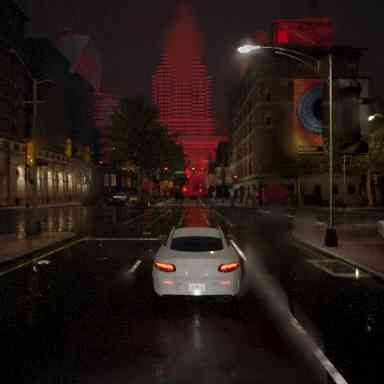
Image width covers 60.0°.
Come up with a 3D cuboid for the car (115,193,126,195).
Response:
[{"bbox_3d":[-14.716,1.220,68.052,2.150,2.045,5.566,0,0,0],"label":"car"}]

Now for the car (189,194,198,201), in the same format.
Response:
[{"bbox_3d":[0.362,1.492,86.484,1.837,1.490,4.892,0,0,0],"label":"car"}]

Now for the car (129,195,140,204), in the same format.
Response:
[{"bbox_3d":[-11.243,1.477,66.281,1.882,1.535,5.008,0,0,1],"label":"car"}]

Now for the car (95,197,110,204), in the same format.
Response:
[{"bbox_3d":[-17.970,1.594,66.948,1.895,1.301,4.718,0,0,0],"label":"car"}]

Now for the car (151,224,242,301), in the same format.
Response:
[{"bbox_3d":[0.110,1.526,8.204,1.812,1.442,4.674,0,0,1],"label":"car"}]

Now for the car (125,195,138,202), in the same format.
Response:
[{"bbox_3d":[-14.661,1.539,81.043,2.033,1.411,5.357,0,0,0],"label":"car"}]

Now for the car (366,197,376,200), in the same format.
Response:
[{"bbox_3d":[34.730,1.480,68.120,2.231,1.521,4.892,0,0,0],"label":"car"}]

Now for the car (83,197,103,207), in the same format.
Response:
[{"bbox_3d":[-14.884,1.504,50.027,1.837,1.490,4.892,0,0,0],"label":"car"}]

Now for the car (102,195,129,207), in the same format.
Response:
[{"bbox_3d":[-11.384,1.547,49.991,2.033,1.411,5.357,0,0,0],"label":"car"}]

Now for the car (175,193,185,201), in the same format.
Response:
[{"bbox_3d":[-3.138,1.218,86.529,2.150,2.045,5.566,0,0,0],"label":"car"}]

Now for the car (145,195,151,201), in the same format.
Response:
[{"bbox_3d":[-11.164,1.477,80.402,1.882,1.535,5.008,0,0,0],"label":"car"}]
